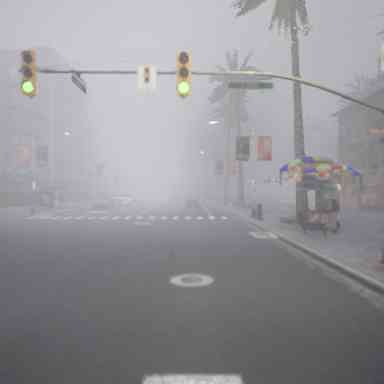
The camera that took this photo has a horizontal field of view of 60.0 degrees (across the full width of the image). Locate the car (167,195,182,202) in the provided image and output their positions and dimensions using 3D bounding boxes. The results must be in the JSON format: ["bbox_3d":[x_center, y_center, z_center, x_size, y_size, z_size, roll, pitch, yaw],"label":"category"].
[{"bbox_3d":[-3.674,1.460,70.159,1.994,1.385,4.181,0,0,-4],"label":"car"}]

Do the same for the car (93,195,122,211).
[{"bbox_3d":[-10.547,1.494,40.879,2.033,1.411,5.357,0,0,1],"label":"car"}]

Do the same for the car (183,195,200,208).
[{"bbox_3d":[0.087,1.501,47.320,1.994,1.385,4.181,0,0,0],"label":"car"}]

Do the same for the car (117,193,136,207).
[{"bbox_3d":[-10.522,1.155,51.127,2.150,2.045,5.566,0,0,0],"label":"car"}]

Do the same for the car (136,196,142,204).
[{"bbox_3d":[-10.512,1.397,61.579,1.882,1.535,5.008,0,0,0],"label":"car"}]

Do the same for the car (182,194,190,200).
[{"bbox_3d":[-1.348,1.250,79.428,2.097,1.767,4.553,0,0,-12],"label":"car"}]
